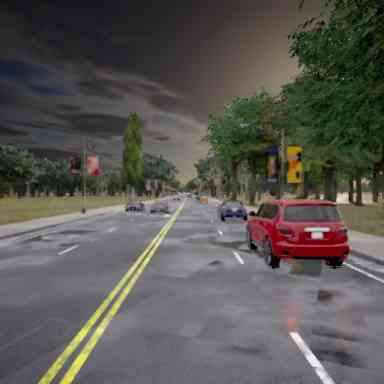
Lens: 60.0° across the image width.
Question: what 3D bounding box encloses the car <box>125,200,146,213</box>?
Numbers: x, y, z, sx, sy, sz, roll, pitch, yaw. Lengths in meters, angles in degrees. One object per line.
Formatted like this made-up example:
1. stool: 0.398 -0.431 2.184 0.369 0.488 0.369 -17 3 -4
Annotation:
1. car: -6.660 1.689 39.429 1.994 1.385 4.181 0 0 0

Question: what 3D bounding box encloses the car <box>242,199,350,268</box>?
1. car: 3.345 1.258 11.575 2.150 2.045 5.566 0 0 0

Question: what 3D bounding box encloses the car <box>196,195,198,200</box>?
1. car: 2.828 1.783 93.025 2.033 1.649 4.856 0 0 -1

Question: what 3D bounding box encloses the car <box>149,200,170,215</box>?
1. car: -3.403 1.620 35.815 1.837 1.490 4.892 0 -1 0

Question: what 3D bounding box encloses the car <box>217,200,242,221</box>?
1. car: 3.314 1.441 28.129 2.097 1.767 4.553 0 0 0

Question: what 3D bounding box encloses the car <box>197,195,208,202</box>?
1. car: 2.923 1.779 82.020 1.882 1.535 5.008 0 0 0

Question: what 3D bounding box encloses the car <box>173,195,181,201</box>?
1. car: -3.544 1.492 77.973 1.882 1.535 5.008 0 0 0
